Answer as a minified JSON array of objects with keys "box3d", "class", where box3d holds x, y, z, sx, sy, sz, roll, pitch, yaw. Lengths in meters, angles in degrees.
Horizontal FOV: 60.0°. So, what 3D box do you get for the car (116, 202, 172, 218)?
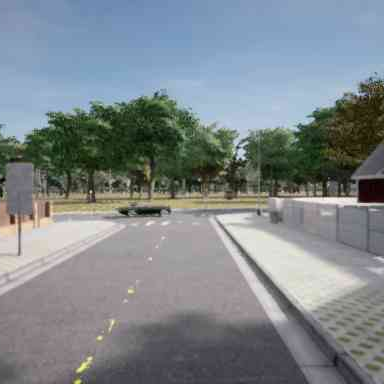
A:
[{"box3d":[-4.195,1.540,29.520,4.718,1.301,1.895,0,0,-23],"class":"car"}]
